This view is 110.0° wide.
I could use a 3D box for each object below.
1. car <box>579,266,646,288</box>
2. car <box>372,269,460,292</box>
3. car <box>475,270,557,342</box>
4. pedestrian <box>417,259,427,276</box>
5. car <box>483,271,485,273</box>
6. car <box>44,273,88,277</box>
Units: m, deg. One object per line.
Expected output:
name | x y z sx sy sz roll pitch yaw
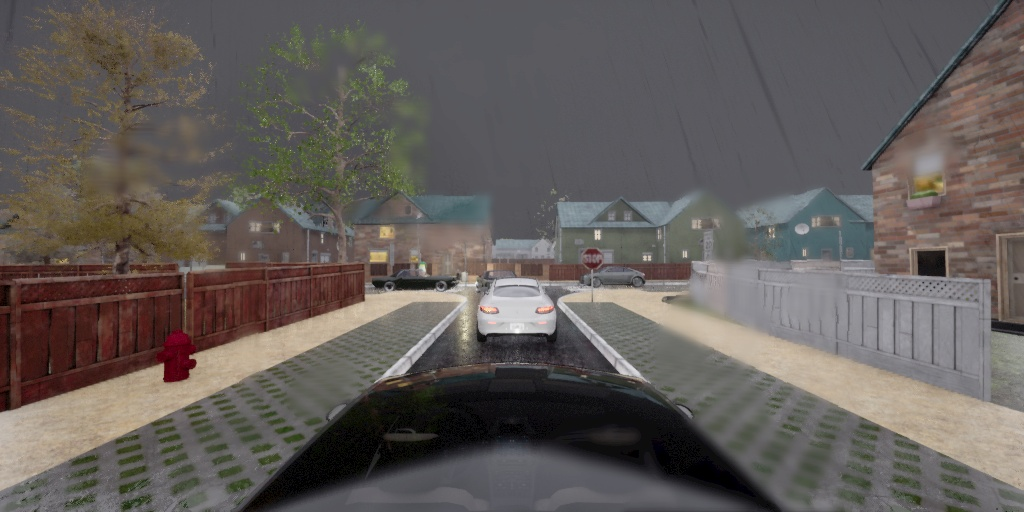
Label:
car | 6.554 1.344 23.631 4.181 1.385 1.994 0 -1 1
car | -5.469 1.416 20.849 4.718 1.301 1.895 -1 -1 1
car | 0.109 1.279 9.642 1.812 1.442 4.674 0 0 0
pedestrian | -6.683 1.118 26.736 0.375 1.860 0.375 0 -1 1
car | -0.745 1.366 18.461 1.895 1.301 4.718 0 -1 -12
car | -25.593 1.632 21.133 4.718 1.301 1.895 -1 -1 1
